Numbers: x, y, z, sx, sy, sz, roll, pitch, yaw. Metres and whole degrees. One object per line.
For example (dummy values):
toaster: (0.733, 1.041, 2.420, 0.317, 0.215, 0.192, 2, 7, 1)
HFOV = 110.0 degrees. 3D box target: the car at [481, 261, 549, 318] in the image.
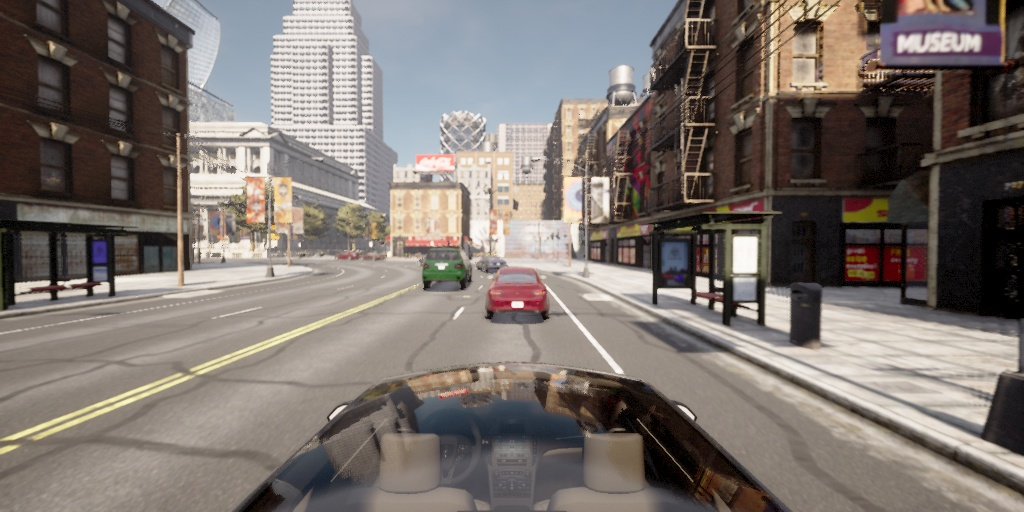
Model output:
car: (0.164, 1.070, 11.752, 1.812, 1.442, 4.674, 0, 1, 0)

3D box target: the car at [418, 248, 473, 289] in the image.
car: (-3.439, 0.602, 19.672, 2.150, 2.045, 5.566, 0, 1, -2)

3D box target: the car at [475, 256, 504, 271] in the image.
car: (-1.896, 0.680, 31.850, 2.033, 1.411, 5.357, 0, 1, -18)
